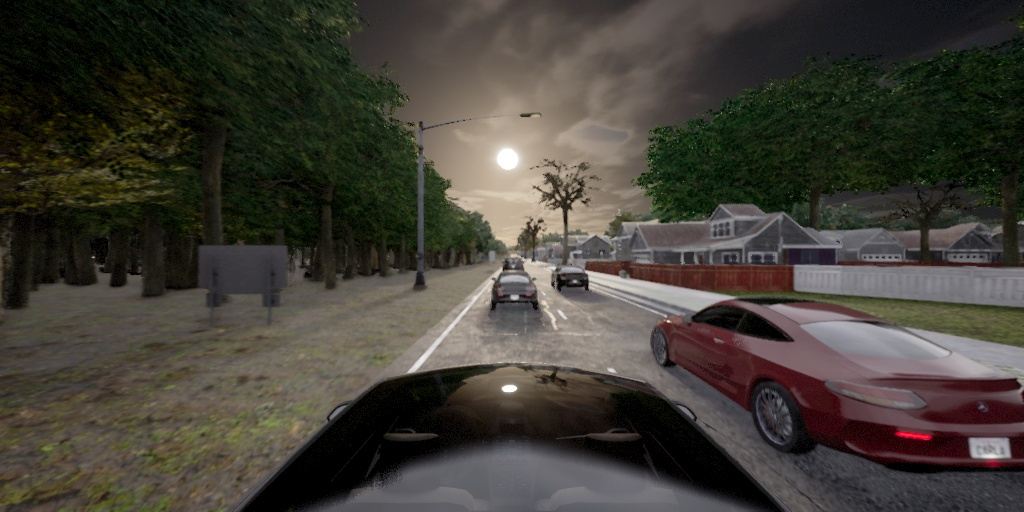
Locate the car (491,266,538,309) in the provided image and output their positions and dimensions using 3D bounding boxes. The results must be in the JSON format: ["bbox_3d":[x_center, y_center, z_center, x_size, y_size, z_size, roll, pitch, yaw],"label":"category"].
[{"bbox_3d":[0.091,1.335,15.297,1.812,1.442,4.674,0,0,0],"label":"car"}]

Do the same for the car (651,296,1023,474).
[{"bbox_3d":[3.594,1.292,5.008,1.812,1.442,4.674,0,0,0],"label":"car"}]

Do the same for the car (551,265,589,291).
[{"bbox_3d":[3.606,1.322,22.989,1.882,1.535,5.008,0,0,0],"label":"car"}]

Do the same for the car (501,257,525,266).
[{"bbox_3d":[0.110,1.122,36.456,2.150,2.045,5.566,0,0,0],"label":"car"}]
